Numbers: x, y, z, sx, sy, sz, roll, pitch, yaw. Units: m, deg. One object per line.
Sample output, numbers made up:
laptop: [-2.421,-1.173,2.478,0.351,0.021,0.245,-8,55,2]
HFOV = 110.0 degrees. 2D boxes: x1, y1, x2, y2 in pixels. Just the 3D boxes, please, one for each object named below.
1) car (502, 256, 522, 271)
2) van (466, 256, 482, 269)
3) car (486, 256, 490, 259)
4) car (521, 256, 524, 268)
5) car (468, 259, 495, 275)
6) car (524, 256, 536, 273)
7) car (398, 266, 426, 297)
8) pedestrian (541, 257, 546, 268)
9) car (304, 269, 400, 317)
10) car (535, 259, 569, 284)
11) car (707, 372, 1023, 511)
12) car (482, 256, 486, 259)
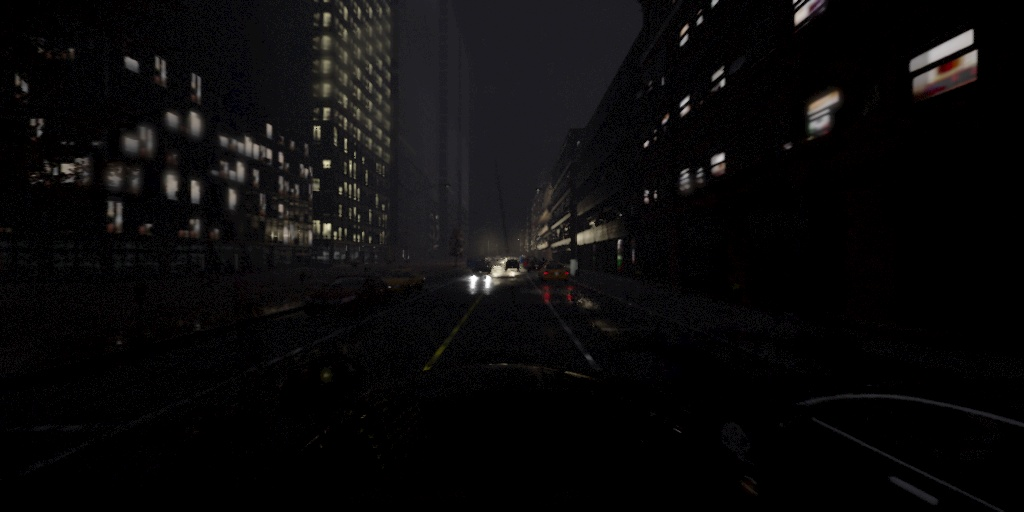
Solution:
car: [0.039,1.121,46.409,1.837,1.490,4.892,0,-1,0]
van: [-5.707,0.937,52.476,1.690,1.789,3.998,0,0,0]
car: [-5.711,0.869,63.769,2.192,1.841,5.009,0,0,0]
car: [2.674,0.912,52.501,2.192,1.841,5.009,0,0,0]
car: [-3.096,1.249,37.490,1.895,1.301,4.718,0,0,0]
car: [2.677,1.076,41.209,1.967,1.591,4.097,0,0,0]
car: [-5.696,1.231,18.427,1.751,1.417,4.829,0,0,0]
pedestrian: [2.658,0.968,29.513,0.375,1.860,0.375,1,0,0]
car: [-5.694,1.303,12.951,1.802,1.307,4.207,0,0,0]
car: [2.991,1.139,26.514,1.801,1.575,5.366,0,0,0]
car: [2.690,1.301,1.680,2.007,1.370,4.403,0,0,0]
car: [-5.709,1.121,58.123,1.888,1.381,4.507,0,0,0]
